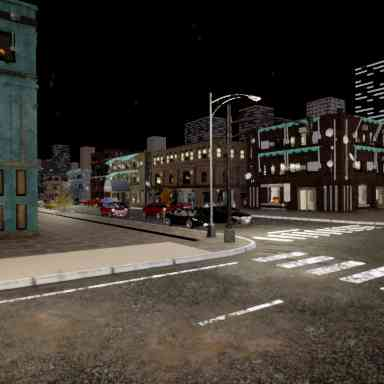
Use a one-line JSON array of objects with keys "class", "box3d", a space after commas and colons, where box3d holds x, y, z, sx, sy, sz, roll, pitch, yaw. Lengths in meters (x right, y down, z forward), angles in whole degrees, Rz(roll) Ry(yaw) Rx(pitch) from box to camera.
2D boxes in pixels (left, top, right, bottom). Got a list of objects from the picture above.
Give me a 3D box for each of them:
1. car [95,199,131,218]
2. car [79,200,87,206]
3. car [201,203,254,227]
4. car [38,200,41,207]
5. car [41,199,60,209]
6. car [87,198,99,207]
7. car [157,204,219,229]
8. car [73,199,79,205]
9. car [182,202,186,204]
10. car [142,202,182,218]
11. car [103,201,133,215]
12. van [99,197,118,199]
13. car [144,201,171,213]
[{"class": "car", "box3d": [-8.285, 1.846, 35.187, 1.967, 1.590, 4.097, -1, 0, -35]}, {"class": "car", "box3d": [-20.644, 2.228, 67.132, 1.887, 1.381, 4.507, -1, 0, -35]}, {"class": "car", "box3d": [2.460, 1.735, 24.564, 1.812, 1.442, 4.674, -1, 0, -34]}, {"class": "car", "box3d": [-30.681, 2.376, 66.803, 2.008, 1.369, 4.403, -1, 0, -35]}, {"class": "car", "box3d": [-24.183, 2.233, 57.631, 1.752, 1.417, 4.829, -1, 0, -35]}, {"class": "car", "box3d": [-17.450, 1.940, 62.615, 2.192, 1.841, 5.009, -1, 0, -35]}, {"class": "car", "box3d": [-0.360, 1.815, 23.794, 1.947, 1.339, 4.313, -1, 0, -35]}, {"class": "car", "box3d": [-27.044, 2.364, 76.166, 1.947, 1.339, 4.313, -1, 0, -35]}, {"class": "car", "box3d": [-1.445, 1.904, 40.034, 1.802, 1.307, 4.206, -2, 0, -35]}, {"class": "car", "box3d": [-3.311, 1.850, 32.687, 1.812, 1.442, 4.674, -1, 0, -35]}, {"class": "car", "box3d": [-9.201, 1.944, 40.993, 1.837, 1.490, 4.892, -1, 0, -35]}, {"class": "van", "box3d": [-14.250, 1.907, 58.099, 1.690, 1.788, 3.998, -1, 0, -35]}, {"class": "car", "box3d": [-4.644, 1.966, 44.549, 1.802, 1.307, 4.206, -1, 0, -35]}]
